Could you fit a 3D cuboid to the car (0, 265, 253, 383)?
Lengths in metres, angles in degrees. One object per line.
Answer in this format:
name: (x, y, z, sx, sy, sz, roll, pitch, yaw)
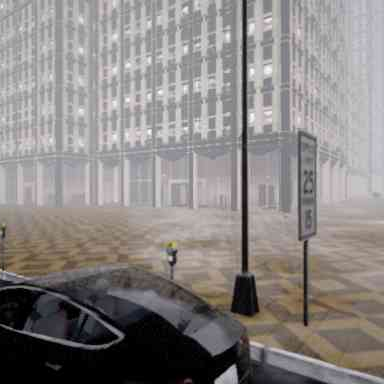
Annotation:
car: (-1.415, 1.558, 3.884, 4.313, 1.339, 1.947, 0, 0, 35)
